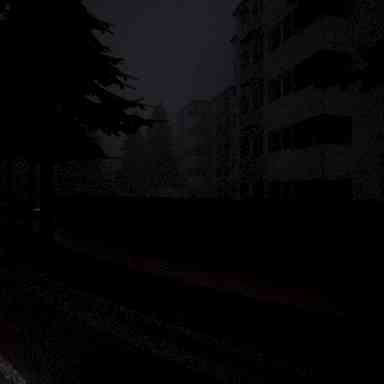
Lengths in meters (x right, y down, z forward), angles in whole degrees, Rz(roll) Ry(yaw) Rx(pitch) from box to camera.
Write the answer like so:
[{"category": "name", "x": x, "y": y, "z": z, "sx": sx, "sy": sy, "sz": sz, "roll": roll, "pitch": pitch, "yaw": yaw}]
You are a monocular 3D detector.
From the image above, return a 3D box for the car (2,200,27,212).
[{"category": "car", "x": -20.175, "y": 1.564, "z": 38.793, "sx": 1.994, "sy": 1.385, "sz": 4.181, "roll": 0, "pitch": 0, "yaw": 2}]

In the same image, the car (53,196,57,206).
[{"category": "car", "x": -19.145, "y": 1.352, "z": 49.160, "sx": 2.097, "sy": 1.767, "sz": 4.553, "roll": 0, "pitch": 0, "yaw": 16}]
